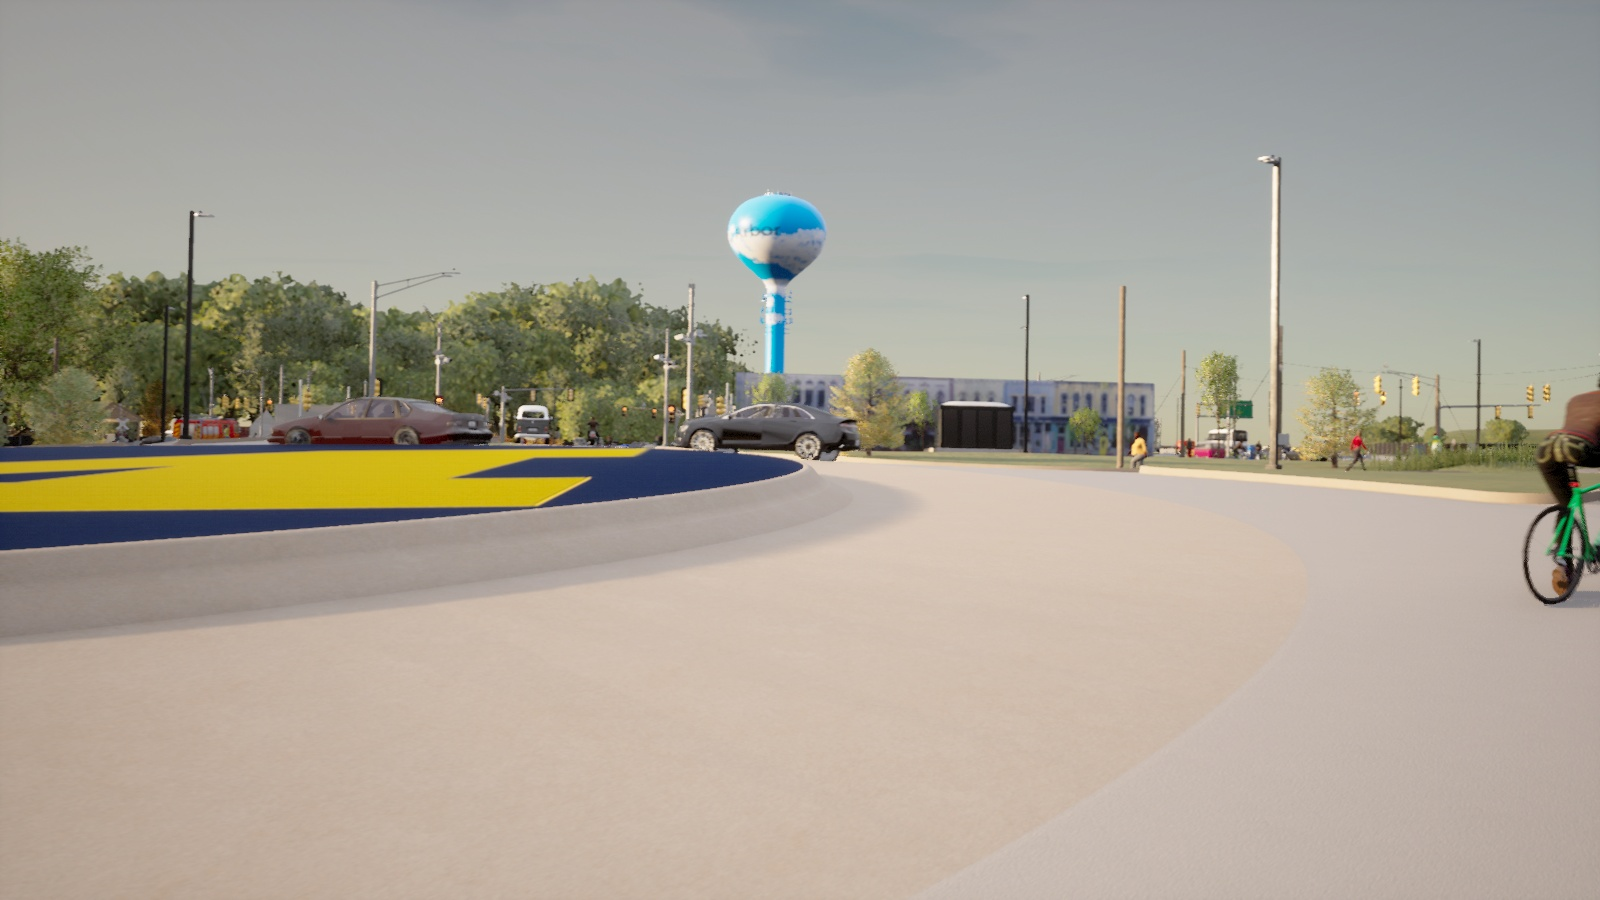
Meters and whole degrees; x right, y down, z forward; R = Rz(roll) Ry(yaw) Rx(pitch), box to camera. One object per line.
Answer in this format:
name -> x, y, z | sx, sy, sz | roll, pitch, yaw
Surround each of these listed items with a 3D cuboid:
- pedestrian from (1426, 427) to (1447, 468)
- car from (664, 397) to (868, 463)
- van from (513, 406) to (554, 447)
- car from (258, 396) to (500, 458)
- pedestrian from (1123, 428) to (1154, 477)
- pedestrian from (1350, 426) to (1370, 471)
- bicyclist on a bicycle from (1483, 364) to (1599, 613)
pedestrian -> 31.320, -0.114, 61.804 | 0.659, 1.952, 0.873 | 1, -1, 5
car -> -0.871, -0.514, 33.014 | 4.902, 1.511, 2.128 | 2, -1, 18
van -> -14.298, -1.234, 67.455 | 2.069, 2.038, 4.480 | 1, 0, -12
car -> -10.184, -0.520, 30.459 | 5.357, 1.411, 2.033 | 0, 0, 17
pedestrian -> 13.267, 0.107, 49.227 | 0.900, 1.855, 0.874 | 1, -1, -9
pedestrian -> 23.021, -0.053, 51.629 | 0.636, 1.846, 0.331 | 1, -1, -1
bicyclist on a bicycle -> 5.602, 0.225, 8.785 | 1.656, 1.620, 0.582 | -2, 3, -27
